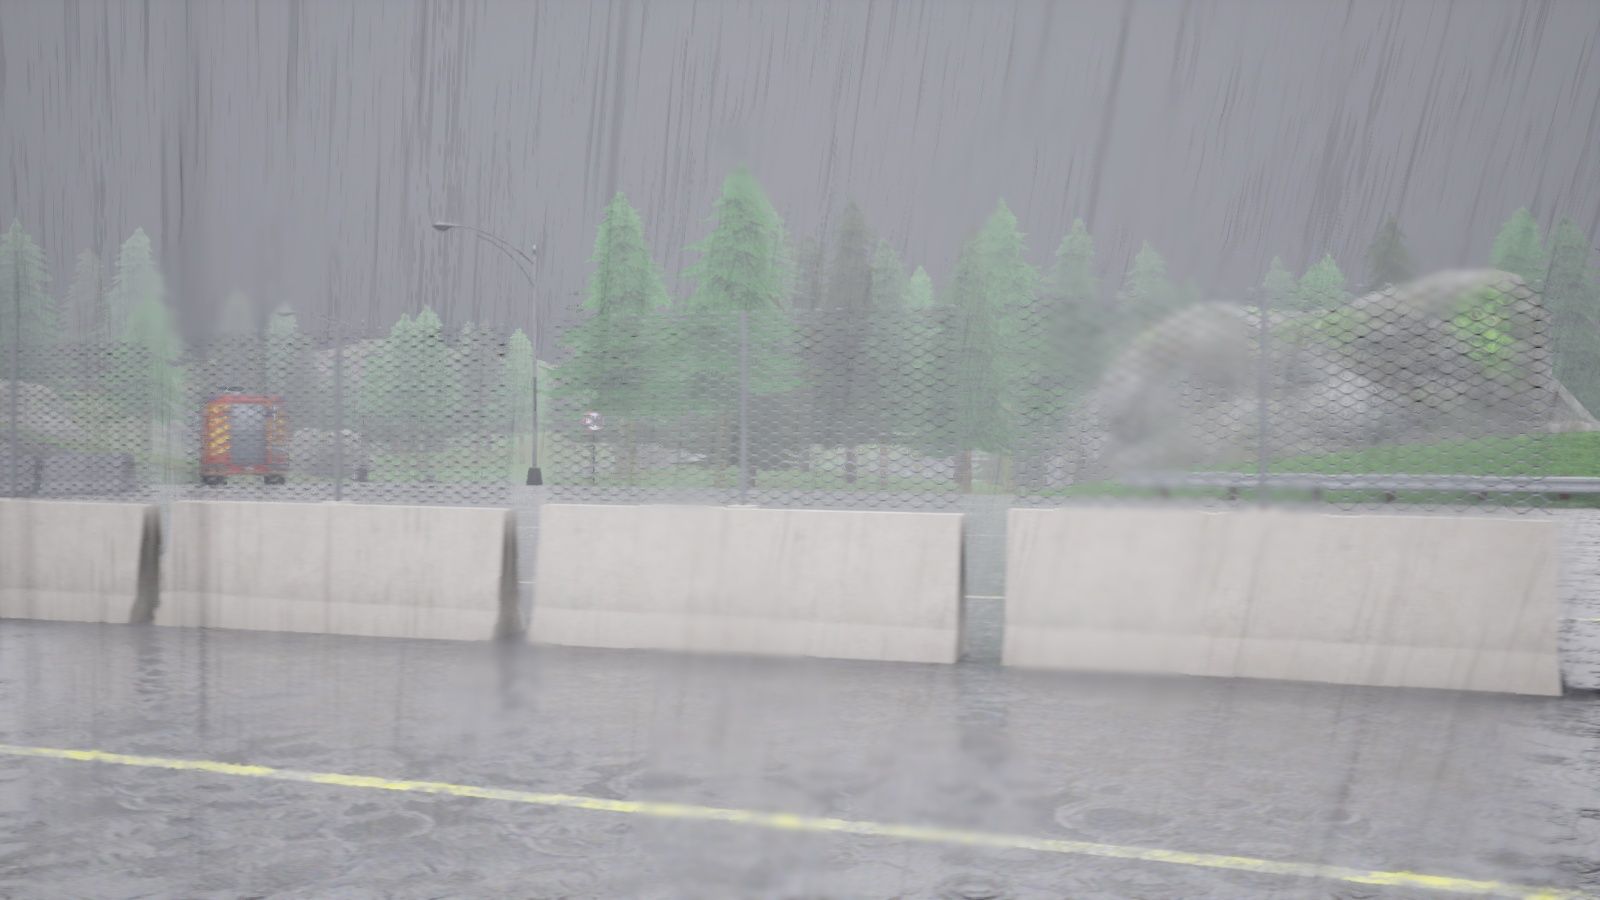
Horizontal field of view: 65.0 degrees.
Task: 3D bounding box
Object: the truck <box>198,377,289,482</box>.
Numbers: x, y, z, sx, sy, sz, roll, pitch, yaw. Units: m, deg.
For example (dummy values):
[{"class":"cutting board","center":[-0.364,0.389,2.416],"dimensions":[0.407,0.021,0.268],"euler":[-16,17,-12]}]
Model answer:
[{"class":"truck","center":[-22.441,-0.678,50.376],"dimensions":[2.891,3.827,8.468],"euler":[0,-1,-27]}]
